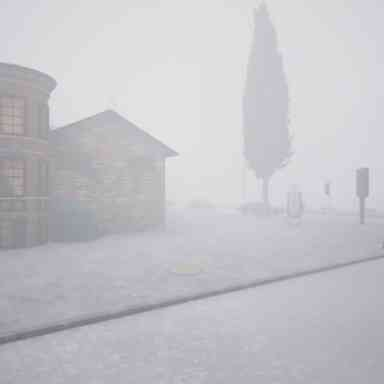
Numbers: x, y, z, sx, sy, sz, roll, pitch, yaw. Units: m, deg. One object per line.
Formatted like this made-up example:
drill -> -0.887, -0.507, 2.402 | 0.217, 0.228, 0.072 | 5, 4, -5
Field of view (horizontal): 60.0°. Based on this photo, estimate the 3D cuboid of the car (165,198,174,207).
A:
car -> -4.674, 1.651, 52.378 | 1.837, 1.490, 4.892 | 0, 0, -35

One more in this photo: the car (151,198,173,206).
car -> -5.560, 1.770, 60.779 | 1.895, 1.301, 4.718 | 0, 0, -35

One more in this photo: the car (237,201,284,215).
car -> 7.214, 1.694, 35.685 | 2.033, 1.411, 5.357 | 0, 0, -36

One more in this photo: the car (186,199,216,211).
car -> 1.157, 1.638, 44.171 | 2.128, 1.511, 4.902 | 0, 0, -35
